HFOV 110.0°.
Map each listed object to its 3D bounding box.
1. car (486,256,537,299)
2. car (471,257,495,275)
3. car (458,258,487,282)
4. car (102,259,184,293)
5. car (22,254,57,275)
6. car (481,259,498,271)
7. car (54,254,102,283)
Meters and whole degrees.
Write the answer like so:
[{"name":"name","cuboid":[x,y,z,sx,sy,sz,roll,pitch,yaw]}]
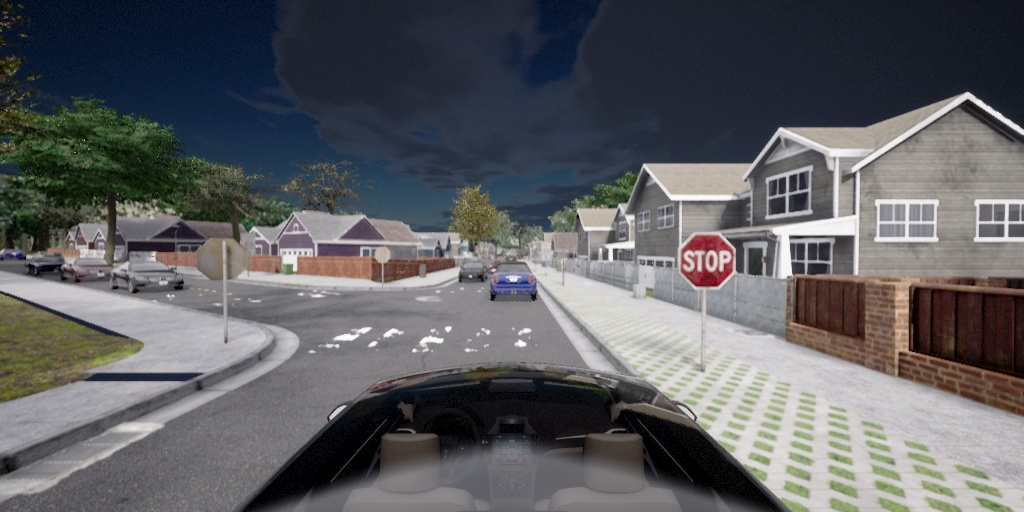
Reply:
[{"name":"car","cuboid":[0.058,1.048,17.621,2.097,1.767,4.553,0,0,0]},{"name":"car","cuboid":[-2.941,1.005,37.420,2.097,1.767,4.553,0,0,0]},{"name":"car","cuboid":[-2.916,1.148,27.623,1.882,1.535,5.008,0,0,0]},{"name":"car","cuboid":[-18.491,0.978,18.080,4.674,1.442,1.812,1,1,29]},{"name":"car","cuboid":[-36.031,0.750,27.986,4.718,1.301,1.895,1,1,30]},{"name":"car","cuboid":[-2.964,1.186,48.022,2.033,1.411,5.357,0,0,0]},{"name":"car","cuboid":[-27.014,0.831,22.905,4.674,1.442,1.812,1,1,29]}]
